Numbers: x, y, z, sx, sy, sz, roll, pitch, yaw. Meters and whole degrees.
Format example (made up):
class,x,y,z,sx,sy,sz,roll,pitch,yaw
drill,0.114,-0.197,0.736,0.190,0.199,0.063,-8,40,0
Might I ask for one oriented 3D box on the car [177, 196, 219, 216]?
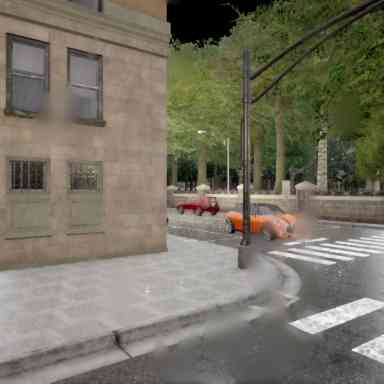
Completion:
class,x,y,z,sx,sy,sz,roll,pitch,yaw
car,0.547,1.285,31.774,2.192,1.841,5.009,0,0,-35

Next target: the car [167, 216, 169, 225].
class,x,y,z,sx,sy,sz,roll,pitch,yaw
car,-3.227,1.544,22.238,1.947,1.339,4.313,0,0,-35

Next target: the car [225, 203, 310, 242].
class,x,y,z,sx,sy,sz,roll,pitch,yaw
car,3.613,1.341,16.619,2.097,1.767,4.553,0,0,-28
